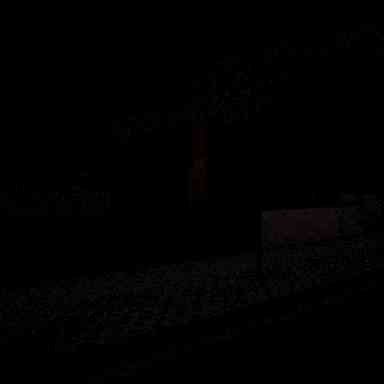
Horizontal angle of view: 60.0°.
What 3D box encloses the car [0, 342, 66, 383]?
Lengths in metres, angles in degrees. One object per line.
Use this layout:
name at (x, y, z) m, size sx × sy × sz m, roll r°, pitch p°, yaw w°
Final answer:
car at (-2.781, 1.605, 1.090) m, size 4.718 × 1.301 × 1.895 m, roll 0°, pitch 0°, yaw -35°
